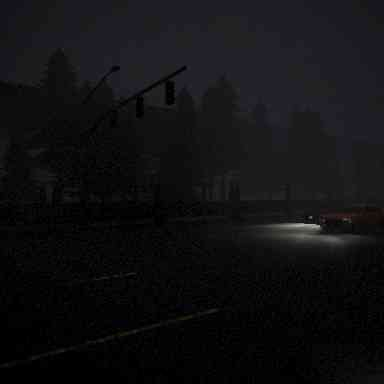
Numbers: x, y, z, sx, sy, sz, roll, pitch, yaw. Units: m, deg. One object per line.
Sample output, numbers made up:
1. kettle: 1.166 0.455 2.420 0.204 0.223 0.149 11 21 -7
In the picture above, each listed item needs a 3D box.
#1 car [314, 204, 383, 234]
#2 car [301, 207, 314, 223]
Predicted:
1. car: 9.594 1.451 19.396 5.008 1.535 1.882 0 0 -35
2. car: 9.691 1.533 23.757 4.181 1.385 1.994 0 0 -35
